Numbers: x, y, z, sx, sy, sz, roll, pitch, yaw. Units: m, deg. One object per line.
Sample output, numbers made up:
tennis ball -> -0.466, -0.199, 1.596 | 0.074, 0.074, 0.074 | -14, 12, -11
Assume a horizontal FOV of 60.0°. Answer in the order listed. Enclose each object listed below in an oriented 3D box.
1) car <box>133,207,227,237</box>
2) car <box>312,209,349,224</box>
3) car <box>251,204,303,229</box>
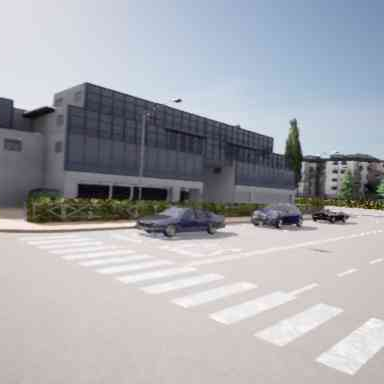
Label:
car -> -0.414, 1.495, 17.642 | 5.357, 1.411, 2.033 | 3, 0, -44
car -> 13.230, 2.252, 31.779 | 1.895, 1.301, 4.718 | 3, 0, 44
car -> 6.342, 1.648, 24.597 | 2.097, 1.767, 4.553 | 3, 0, 44
